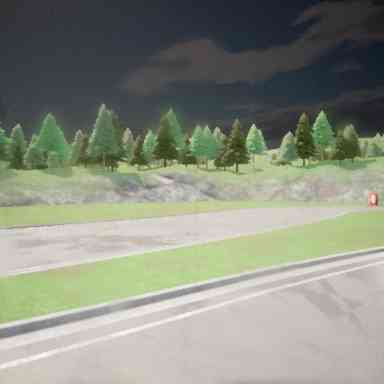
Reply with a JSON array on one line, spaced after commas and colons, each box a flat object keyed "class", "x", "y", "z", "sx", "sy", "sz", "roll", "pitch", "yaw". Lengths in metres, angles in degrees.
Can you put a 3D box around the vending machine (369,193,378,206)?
[{"class": "vending machine", "x": 28.578, "y": 1.194, "z": 52.442, "sx": 0.880, "sy": 2.100, "sz": 1.100, "roll": 0, "pitch": 0, "yaw": 9}]
